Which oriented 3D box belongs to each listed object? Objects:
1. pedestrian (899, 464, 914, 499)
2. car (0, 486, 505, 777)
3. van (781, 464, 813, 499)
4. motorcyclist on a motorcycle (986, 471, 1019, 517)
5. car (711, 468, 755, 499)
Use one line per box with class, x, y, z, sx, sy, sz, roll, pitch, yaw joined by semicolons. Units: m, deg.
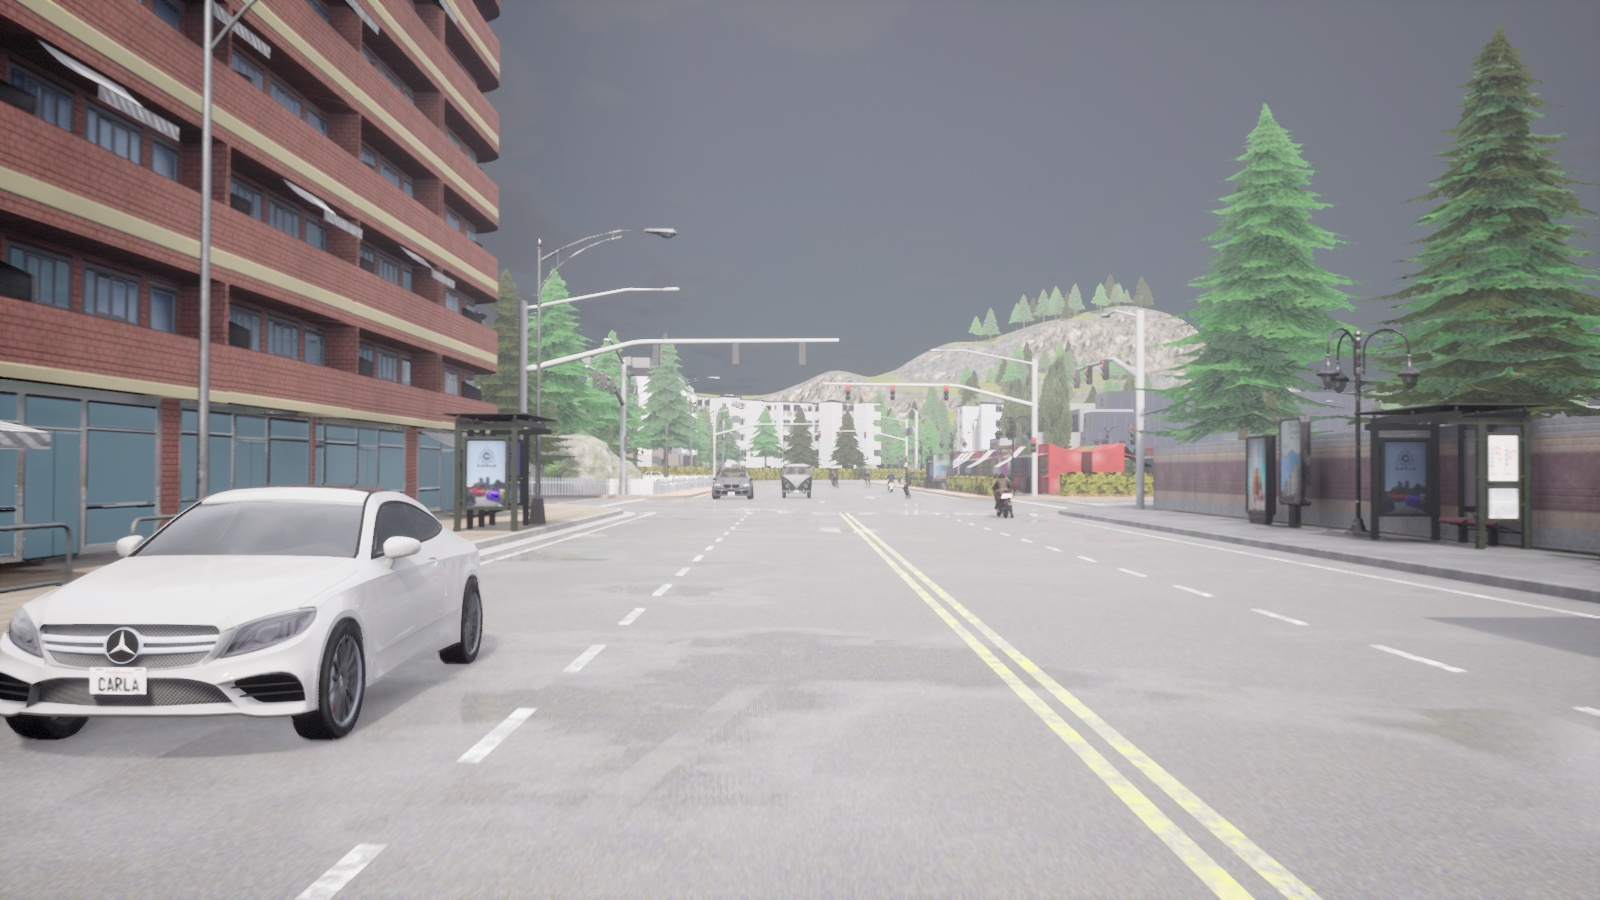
pedestrian;5.993;1.746;70.526;0.788;1.949;0.423;0;-1;1
car;-3.523;1.003;8.821;1.812;1.442;4.674;0;-1;0
van;-0.181;1.801;73.281;1.775;1.987;4.442;0;-1;0
motorcyclist on a motorcycle;6.895;1.490;42.823;0.797;1.523;2.044;0;-1;0
car;-3.671;1.836;69.632;2.242;1.667;4.611;0;-1;0
